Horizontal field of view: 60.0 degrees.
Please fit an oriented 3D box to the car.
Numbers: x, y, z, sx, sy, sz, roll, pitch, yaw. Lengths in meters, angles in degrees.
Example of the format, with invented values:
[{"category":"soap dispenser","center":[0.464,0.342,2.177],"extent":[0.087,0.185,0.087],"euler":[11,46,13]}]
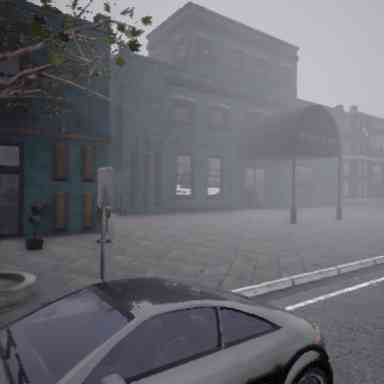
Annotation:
[{"category":"car","center":[-0.644,1.564,2.919],"extent":[4.181,1.385,1.994],"euler":[0,0,-36]}]
